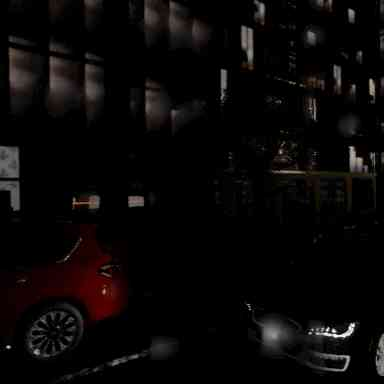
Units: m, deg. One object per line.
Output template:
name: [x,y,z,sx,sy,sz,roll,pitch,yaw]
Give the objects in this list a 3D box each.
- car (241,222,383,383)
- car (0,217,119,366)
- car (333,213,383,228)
car: [2.957,1.495,5.477,4.892,1.490,1.837,0,0,-35]
car: [-3.431,1.316,4.255,5.009,1.841,2.192,0,-1,-35]
car: [5.633,1.420,10.611,4.097,1.590,1.967,0,-1,-35]
